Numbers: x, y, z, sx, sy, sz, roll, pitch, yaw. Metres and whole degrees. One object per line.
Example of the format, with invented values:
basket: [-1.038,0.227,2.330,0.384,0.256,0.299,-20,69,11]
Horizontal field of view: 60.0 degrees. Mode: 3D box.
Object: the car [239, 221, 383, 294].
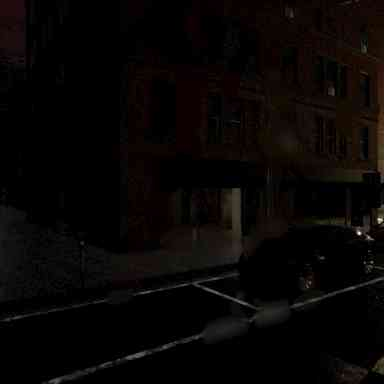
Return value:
car: [3.185,1.565,8.816,4.313,1.339,1.947,0,0,-36]
